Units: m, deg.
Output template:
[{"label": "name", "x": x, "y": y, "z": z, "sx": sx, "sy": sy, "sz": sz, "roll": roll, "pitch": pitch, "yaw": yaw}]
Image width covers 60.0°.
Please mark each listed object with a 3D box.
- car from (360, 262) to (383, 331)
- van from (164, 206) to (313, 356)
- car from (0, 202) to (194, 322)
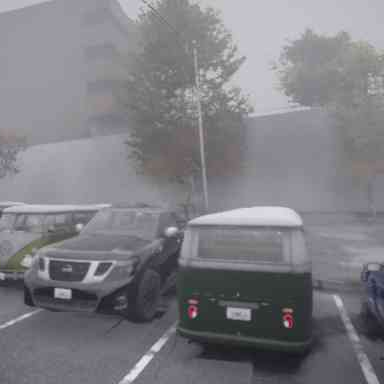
[{"label": "car", "x": 3.580, "y": 1.495, "z": 4.341, "sx": 2.097, "sy": 1.535, "sz": 5.008, "roll": 0, "pitch": -1, "yaw": 17}, {"label": "van", "x": 1.207, "y": 1.297, "z": 6.249, "sx": 1.878, "sy": 1.987, "sz": 4.442, "roll": 0, "pitch": -1, "yaw": 17}, {"label": "car", "x": -1.235, "y": 1.294, "z": 7.895, "sx": 2.435, "sy": 2.045, "sz": 5.566, "roll": 0, "pitch": -1, "yaw": 17}]
